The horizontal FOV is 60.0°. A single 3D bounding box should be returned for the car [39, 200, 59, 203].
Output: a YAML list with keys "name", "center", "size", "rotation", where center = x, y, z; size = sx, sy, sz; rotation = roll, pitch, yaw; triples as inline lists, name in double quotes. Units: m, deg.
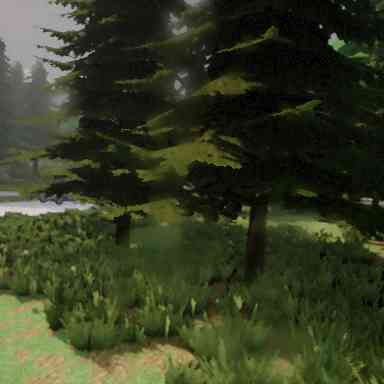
- name: "car"
  center: [-9.880, 0.157, 26.308]
  size: [1.812, 1.442, 4.674]
  rotation: [5, 3, 24]
